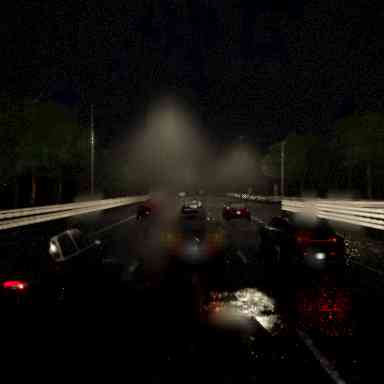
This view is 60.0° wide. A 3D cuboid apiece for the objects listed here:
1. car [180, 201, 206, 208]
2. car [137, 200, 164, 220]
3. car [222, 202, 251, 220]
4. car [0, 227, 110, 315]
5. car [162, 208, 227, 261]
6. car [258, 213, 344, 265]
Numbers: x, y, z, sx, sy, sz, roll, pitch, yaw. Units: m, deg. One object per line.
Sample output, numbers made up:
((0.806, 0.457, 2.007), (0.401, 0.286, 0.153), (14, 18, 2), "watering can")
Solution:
((0.067, 1.466, 26.576), (2.128, 1.511, 4.902), (0, 0, 0), "car")
((-3.426, 1.444, 28.168), (1.882, 1.535, 5.008), (0, 0, 0), "car")
((3.572, 1.534, 27.379), (1.994, 1.385, 4.181), (0, 0, 0), "car")
((-3.459, 1.548, 7.842), (2.033, 1.411, 5.357), (0, 0, 0), "car")
((0.073, 1.526, 12.095), (1.812, 1.442, 4.674), (0, 0, 0), "car")
((3.568, 1.507, 11.647), (1.837, 1.490, 4.892), (0, 0, 0), "car")
